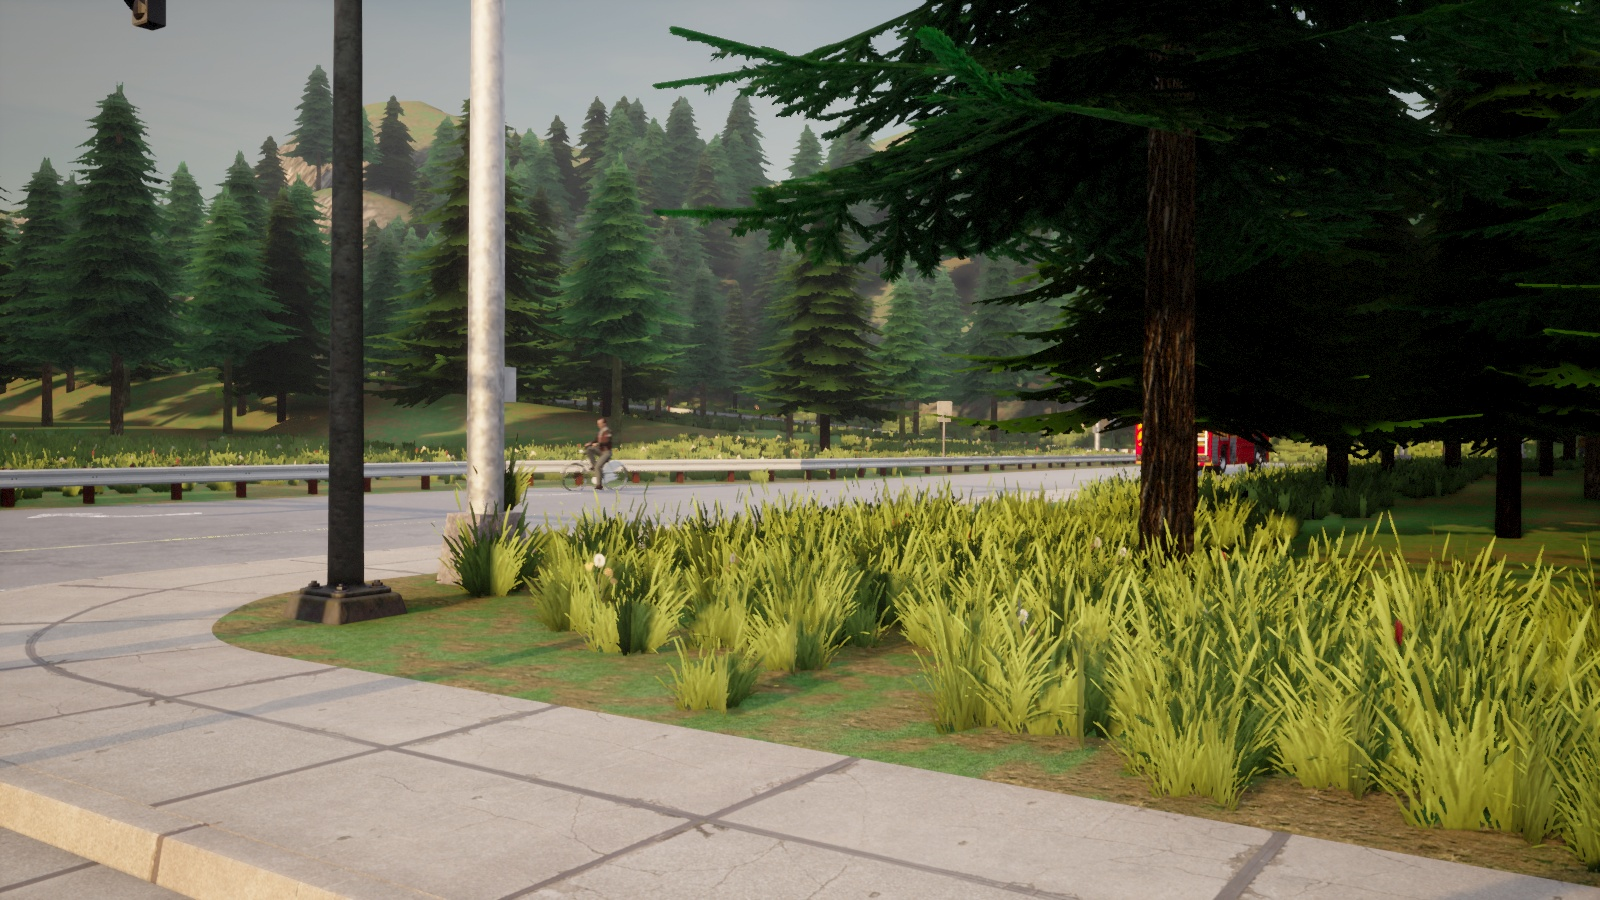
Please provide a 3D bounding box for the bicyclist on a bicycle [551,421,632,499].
[{"bbox_3d":[-4.919,0.214,29.688,1.843,1.776,0.659,-1,2,-43],"label":"bicyclist on a bicycle"}]

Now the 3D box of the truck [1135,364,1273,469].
[{"bbox_3d":[16.175,-1.287,49.850,2.891,3.827,8.468,0,1,35],"label":"truck"}]
